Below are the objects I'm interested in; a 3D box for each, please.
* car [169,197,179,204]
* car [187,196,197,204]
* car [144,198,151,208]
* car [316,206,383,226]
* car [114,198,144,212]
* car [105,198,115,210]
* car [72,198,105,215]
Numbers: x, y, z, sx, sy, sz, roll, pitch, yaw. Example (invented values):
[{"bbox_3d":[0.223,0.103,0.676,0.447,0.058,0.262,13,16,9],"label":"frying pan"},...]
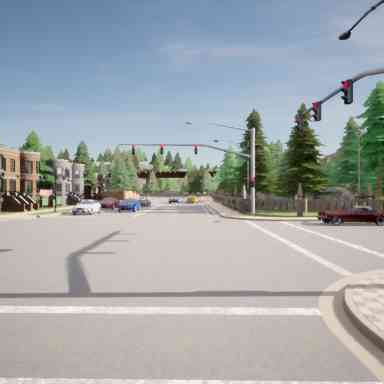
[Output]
[{"bbox_3d":[-3.531,1.601,65.200,1.895,1.301,4.718,0,0,0],"label":"car"},{"bbox_3d":[-0.031,1.478,64.917,1.882,1.535,5.008,0,0,0],"label":"car"},{"bbox_3d":[-7.164,1.564,48.350,1.994,1.385,4.181,0,0,0],"label":"car"},{"bbox_3d":[11.142,1.601,22.901,4.718,1.301,1.895,0,0,2],"label":"car"},{"bbox_3d":[-7.172,1.478,38.363,1.882,1.535,5.008,0,0,0],"label":"car"},{"bbox_3d":[-10.674,1.478,43.076,1.882,1.535,5.008,0,0,0],"label":"car"},{"bbox_3d":[-10.664,1.526,34.023,1.812,1.442,4.674,0,0,0],"label":"car"}]
